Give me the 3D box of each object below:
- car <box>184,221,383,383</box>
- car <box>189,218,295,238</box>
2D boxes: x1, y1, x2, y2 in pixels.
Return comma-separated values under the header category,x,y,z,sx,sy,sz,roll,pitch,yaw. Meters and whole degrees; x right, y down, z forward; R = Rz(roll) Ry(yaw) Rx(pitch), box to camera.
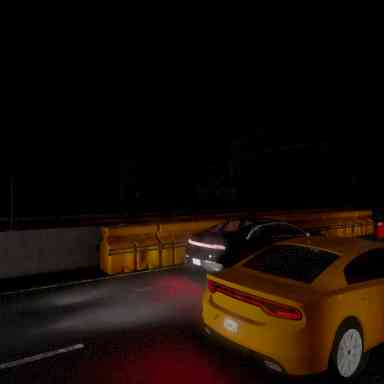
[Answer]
category,x,y,z,sx,sy,sz,roll,pitch,yaw
car,2.483,1.478,5.520,5.008,1.535,1.882,0,0,-36
car,2.084,1.492,9.534,4.902,1.511,2.128,0,0,-36
